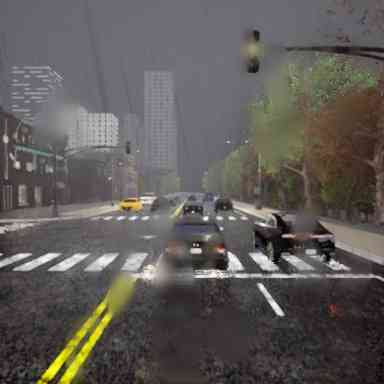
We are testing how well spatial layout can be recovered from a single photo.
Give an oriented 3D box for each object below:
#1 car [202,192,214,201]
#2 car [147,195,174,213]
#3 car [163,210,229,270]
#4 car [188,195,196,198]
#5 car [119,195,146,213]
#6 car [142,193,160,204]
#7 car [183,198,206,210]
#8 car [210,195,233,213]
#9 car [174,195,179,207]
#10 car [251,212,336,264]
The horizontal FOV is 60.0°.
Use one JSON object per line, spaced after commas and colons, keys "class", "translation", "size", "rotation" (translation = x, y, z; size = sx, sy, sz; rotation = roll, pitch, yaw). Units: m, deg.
{"class": "car", "translation": [3.257, 1.088, 65.460], "size": [2.150, 2.045, 5.566], "rotation": [0, 0, 0]}
{"class": "car", "translation": [-3.338, 1.407, 36.071], "size": [1.882, 1.535, 5.008], "rotation": [0, 0, 0]}
{"class": "car", "translation": [0.101, 1.527, 10.873], "size": [2.033, 1.411, 5.357], "rotation": [0, 0, 0]}
{"class": "car", "translation": [0.007, 1.345, 65.417], "size": [1.882, 1.535, 5.008], "rotation": [0, 0, 0]}
{"class": "car", "translation": [-6.586, 1.407, 36.051], "size": [1.882, 1.535, 5.008], "rotation": [0, 0, 0]}
{"class": "car", "translation": [-6.565, 1.124, 49.742], "size": [2.150, 2.045, 5.566], "rotation": [0, 0, 0]}
{"class": "car", "translation": [0.106, 1.536, 33.174], "size": [1.895, 1.301, 4.718], "rotation": [0, 0, 0]}
{"class": "car", "translation": [3.356, 1.405, 36.468], "size": [1.882, 1.535, 5.008], "rotation": [0, 0, 0]}
{"class": "car", "translation": [-3.323, 1.466, 48.216], "size": [1.994, 1.385, 4.181], "rotation": [0, 0, 0]}
{"class": "car", "translation": [3.354, 1.469, 11.812], "size": [2.128, 1.511, 4.902], "rotation": [0, 0, 0]}
